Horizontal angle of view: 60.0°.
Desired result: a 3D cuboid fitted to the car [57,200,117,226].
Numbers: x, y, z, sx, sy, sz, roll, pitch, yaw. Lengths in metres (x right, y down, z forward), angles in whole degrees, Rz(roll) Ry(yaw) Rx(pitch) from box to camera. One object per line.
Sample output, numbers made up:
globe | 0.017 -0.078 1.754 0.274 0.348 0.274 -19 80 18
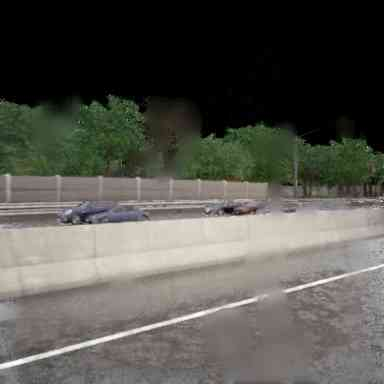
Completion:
car | -7.173 1.349 23.741 4.553 1.767 2.097 0 0 -38

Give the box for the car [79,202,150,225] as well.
car | -4.868 1.562 21.881 4.181 1.385 1.994 0 0 -35

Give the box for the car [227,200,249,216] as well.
car | 5.881 1.488 29.607 5.008 1.535 1.882 0 0 -35

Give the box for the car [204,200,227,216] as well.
car | 3.376 1.496 31.937 4.902 1.511 2.128 -1 0 -36

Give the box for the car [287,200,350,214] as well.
car | 9.156 1.362 23.352 4.553 1.767 2.097 0 0 -35

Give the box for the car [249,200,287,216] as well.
car | 7.092 1.514 26.180 4.892 1.490 1.837 0 0 -35
